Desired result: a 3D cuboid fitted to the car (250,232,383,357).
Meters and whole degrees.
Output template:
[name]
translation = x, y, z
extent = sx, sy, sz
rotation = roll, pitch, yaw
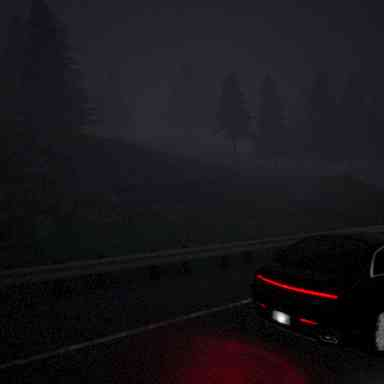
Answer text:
[car]
translation = 3.207, 1.495, 6.048
extent = 4.892, 1.490, 1.837
rotation = 0, 0, -36
